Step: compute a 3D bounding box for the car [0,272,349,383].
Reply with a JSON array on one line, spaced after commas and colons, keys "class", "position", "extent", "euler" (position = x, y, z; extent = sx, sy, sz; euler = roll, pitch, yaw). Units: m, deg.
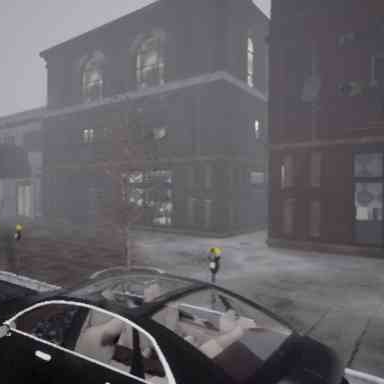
[{"class": "car", "position": [-0.768, 1.551, 3.418], "extent": [4.403, 1.369, 2.008], "euler": [0, 0, 36]}]
